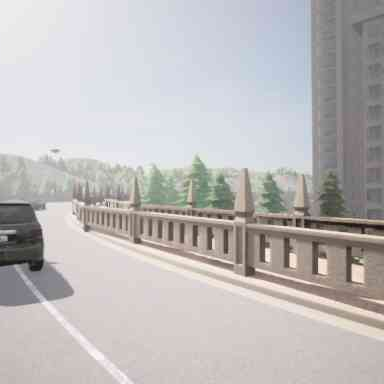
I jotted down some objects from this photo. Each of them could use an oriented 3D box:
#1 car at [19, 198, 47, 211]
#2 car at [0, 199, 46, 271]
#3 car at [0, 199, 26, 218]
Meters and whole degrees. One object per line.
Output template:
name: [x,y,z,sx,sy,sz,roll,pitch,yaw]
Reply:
car: [-19.612,1.529,41.243,1.994,1.385,4.181,0,0,-10]
car: [-6.063,1.220,10.239,2.150,2.045,5.566,0,0,-33]
car: [-17.228,1.457,31.530,1.882,1.535,5.008,0,0,-17]
